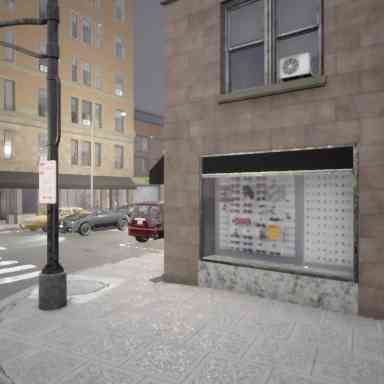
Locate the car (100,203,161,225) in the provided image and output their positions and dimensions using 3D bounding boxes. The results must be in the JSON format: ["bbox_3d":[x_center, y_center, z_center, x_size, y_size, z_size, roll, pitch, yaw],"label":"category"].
[{"bbox_3d":[-4.489,1.548,24.880,1.947,1.339,4.313,0,0,35],"label":"car"}]

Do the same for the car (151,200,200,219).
[{"bbox_3d":[-1.359,1.496,29.383,1.752,1.417,4.829,0,0,35],"label":"car"}]

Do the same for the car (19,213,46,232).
[{"bbox_3d":[-7.815,1.519,20.096,1.752,1.417,4.829,0,0,35],"label":"car"}]

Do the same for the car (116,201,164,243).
[{"bbox_3d":[-0.732,1.306,15.346,2.192,1.841,5.009,0,0,35],"label":"car"}]

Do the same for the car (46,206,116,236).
[{"bbox_3d":[-5.515,1.557,18.573,1.994,1.385,4.181,0,0,35],"label":"car"}]
